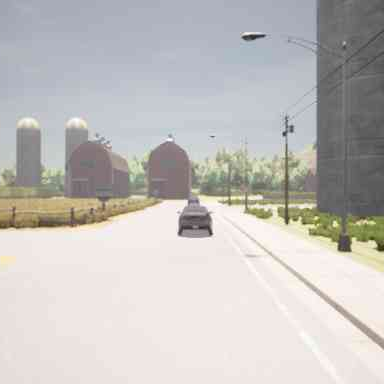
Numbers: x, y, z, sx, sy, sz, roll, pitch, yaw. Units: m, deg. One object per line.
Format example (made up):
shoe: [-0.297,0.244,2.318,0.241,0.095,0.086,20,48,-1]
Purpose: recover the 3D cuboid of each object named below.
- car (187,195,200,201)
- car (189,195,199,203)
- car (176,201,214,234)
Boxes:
car: [0.294,1.367,57.379,2.097,1.767,4.553,0,0,1]
car: [0.471,1.496,73.121,1.882,1.535,5.008,0,0,5]
car: [0.181,1.510,19.116,1.837,1.490,4.892,0,0,0]
